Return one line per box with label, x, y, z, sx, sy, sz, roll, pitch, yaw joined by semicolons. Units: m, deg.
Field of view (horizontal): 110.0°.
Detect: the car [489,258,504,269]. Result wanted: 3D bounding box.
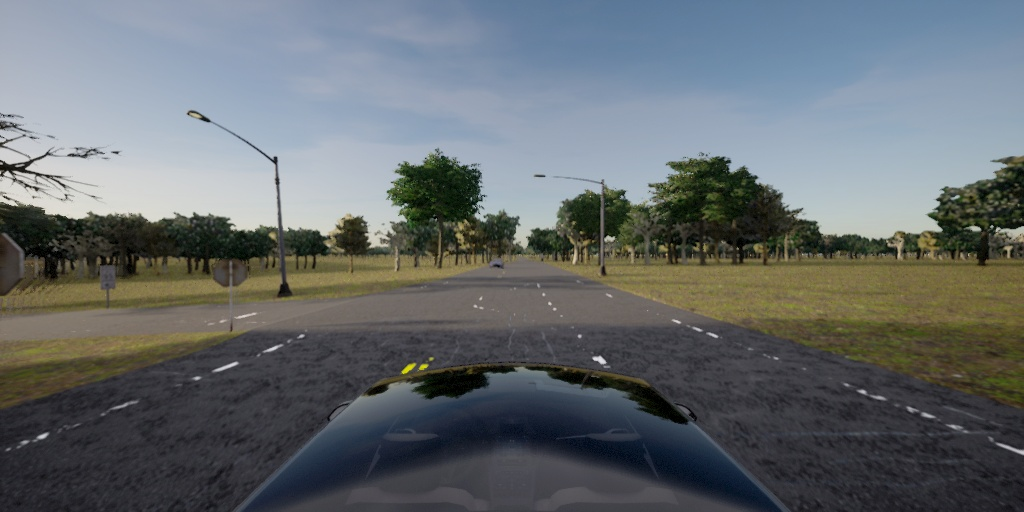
car;-2.402;1.178;57.129;2.097;1.767;4.553;0;0;2
